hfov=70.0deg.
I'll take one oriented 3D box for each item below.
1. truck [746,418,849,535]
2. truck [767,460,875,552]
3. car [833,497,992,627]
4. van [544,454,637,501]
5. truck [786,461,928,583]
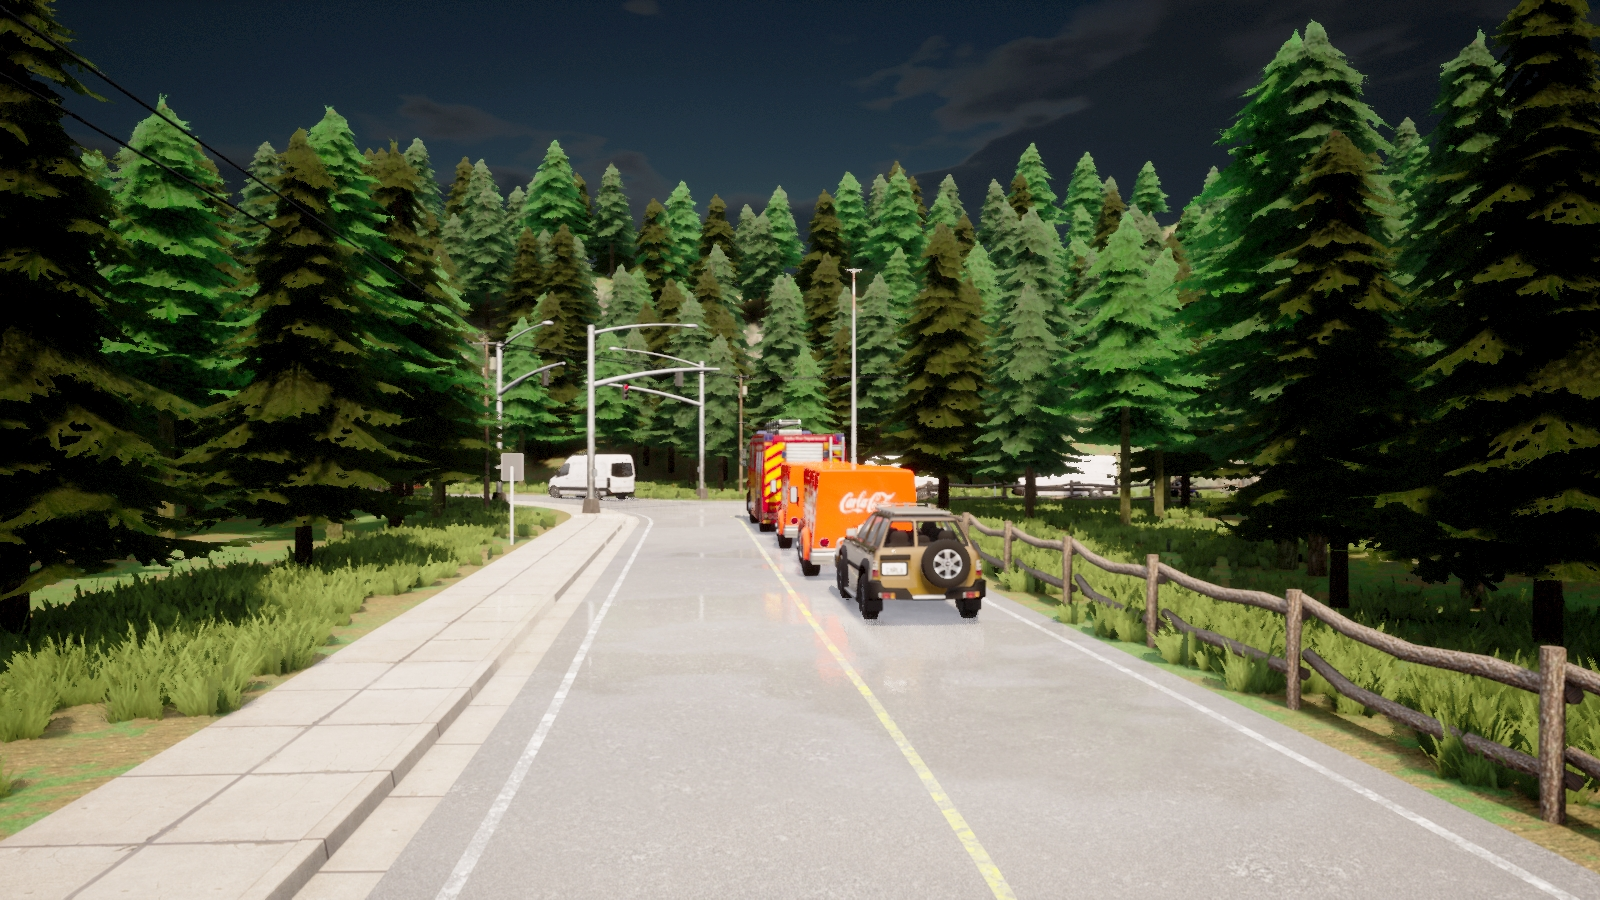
[{"bbox_3d":[-0.284,0.864,41.689,2.891,3.827,8.468,0,0,-6],"label":"truck"},{"bbox_3d":[0.517,1.543,33.908,2.627,2.467,5.204,0,0,-6],"label":"truck"},{"bbox_3d":[1.830,1.835,20.079,1.932,1.855,4.605,0,-1,-5],"label":"car"},{"bbox_3d":[-11.967,1.509,64.980,5.915,2.561,1.988,0,0,41],"label":"van"},{"bbox_3d":[1.186,1.550,26.826,2.627,2.467,5.204,0,1,-5],"label":"truck"}]
